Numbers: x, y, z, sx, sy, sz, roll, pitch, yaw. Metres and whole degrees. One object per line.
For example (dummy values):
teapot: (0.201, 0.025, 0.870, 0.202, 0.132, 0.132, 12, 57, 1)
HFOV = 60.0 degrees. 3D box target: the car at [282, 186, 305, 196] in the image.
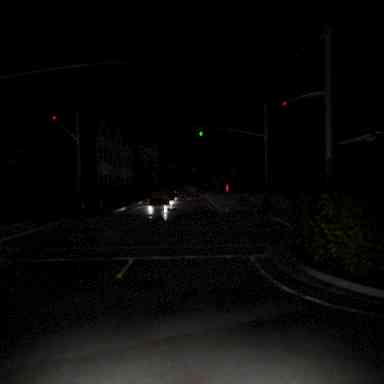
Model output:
car: (15.425, -0.055, 51.709, 2.007, 1.523, 4.514, -1, 1, 0)

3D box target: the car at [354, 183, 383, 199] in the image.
car: (22.383, -0.157, 41.707, 1.932, 1.855, 4.605, -1, 1, 0)

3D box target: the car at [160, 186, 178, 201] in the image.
car: (-3.596, 0.134, 47.384, 2.150, 2.045, 5.566, -1, 1, 0)

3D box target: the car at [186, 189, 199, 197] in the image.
car: (0.109, 0.151, 56.861, 1.812, 1.442, 4.674, -1, 1, 0)

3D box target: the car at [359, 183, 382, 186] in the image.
car: (19.112, 0.065, 33.836, 1.905, 1.878, 3.866, -1, 1, 0)

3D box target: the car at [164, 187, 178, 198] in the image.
car: (-3.550, 0.036, 57.275, 2.097, 1.767, 4.553, -1, 1, 0)

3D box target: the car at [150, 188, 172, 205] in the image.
car: (-3.603, 0.619, 37.461, 1.882, 1.535, 5.008, -1, 1, 0)

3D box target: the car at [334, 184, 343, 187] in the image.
car: (25.486, -0.559, 59.093, 2.152, 1.636, 5.027, -1, 1, 0)
